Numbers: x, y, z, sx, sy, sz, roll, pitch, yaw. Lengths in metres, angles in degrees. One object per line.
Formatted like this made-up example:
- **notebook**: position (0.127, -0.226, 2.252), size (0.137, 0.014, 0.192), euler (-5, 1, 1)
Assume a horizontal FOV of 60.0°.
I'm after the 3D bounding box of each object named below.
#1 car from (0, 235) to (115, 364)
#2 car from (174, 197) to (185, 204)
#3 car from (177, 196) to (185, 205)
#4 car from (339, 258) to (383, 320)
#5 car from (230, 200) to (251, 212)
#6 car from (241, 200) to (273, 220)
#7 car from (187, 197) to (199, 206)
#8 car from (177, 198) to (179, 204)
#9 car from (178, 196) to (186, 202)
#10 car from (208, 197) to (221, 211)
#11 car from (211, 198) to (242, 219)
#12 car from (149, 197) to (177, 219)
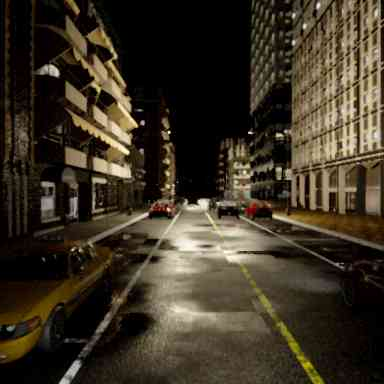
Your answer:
- **car**: position (-2.682, 1.526, 6.153), size (1.752, 1.417, 4.829), euler (0, 0, 0)
- **car**: position (-2.512, 1.683, 68.456), size (2.008, 1.369, 4.403), euler (0, 0, 0)
- **car**: position (-2.528, 1.669, 62.808), size (2.008, 1.369, 4.403), euler (0, 0, 0)
- **car**: position (3.906, 1.549, 4.869), size (1.812, 1.442, 4.674), euler (0, 0, 0)
- **car**: position (5.791, 1.647, 40.191), size (2.008, 1.369, 4.403), euler (0, 0, 0)
- **car**: position (5.761, 1.618, 28.893), size (1.887, 1.381, 4.507), euler (0, 0, 0)
- **car**: position (0.148, 1.590, 56.506), size (1.882, 1.535, 5.008), euler (0, 0, 0)
- **car**: position (-2.604, 1.637, 34.565), size (1.802, 1.307, 4.206), euler (0, 0, 0)
- **car**: position (-2.527, 1.747, 81.373), size (1.802, 1.307, 4.206), euler (0, 0, 0)
- **car**: position (3.129, 1.443, 42.728), size (2.097, 1.767, 4.553), euler (0, 0, 1)
- **car**: position (3.124, 1.558, 29.894), size (2.128, 1.511, 4.902), euler (0, 0, 1)
- **car**: position (-2.619, 1.484, 28.917), size (1.967, 1.590, 4.097), euler (0, 0, 0)
